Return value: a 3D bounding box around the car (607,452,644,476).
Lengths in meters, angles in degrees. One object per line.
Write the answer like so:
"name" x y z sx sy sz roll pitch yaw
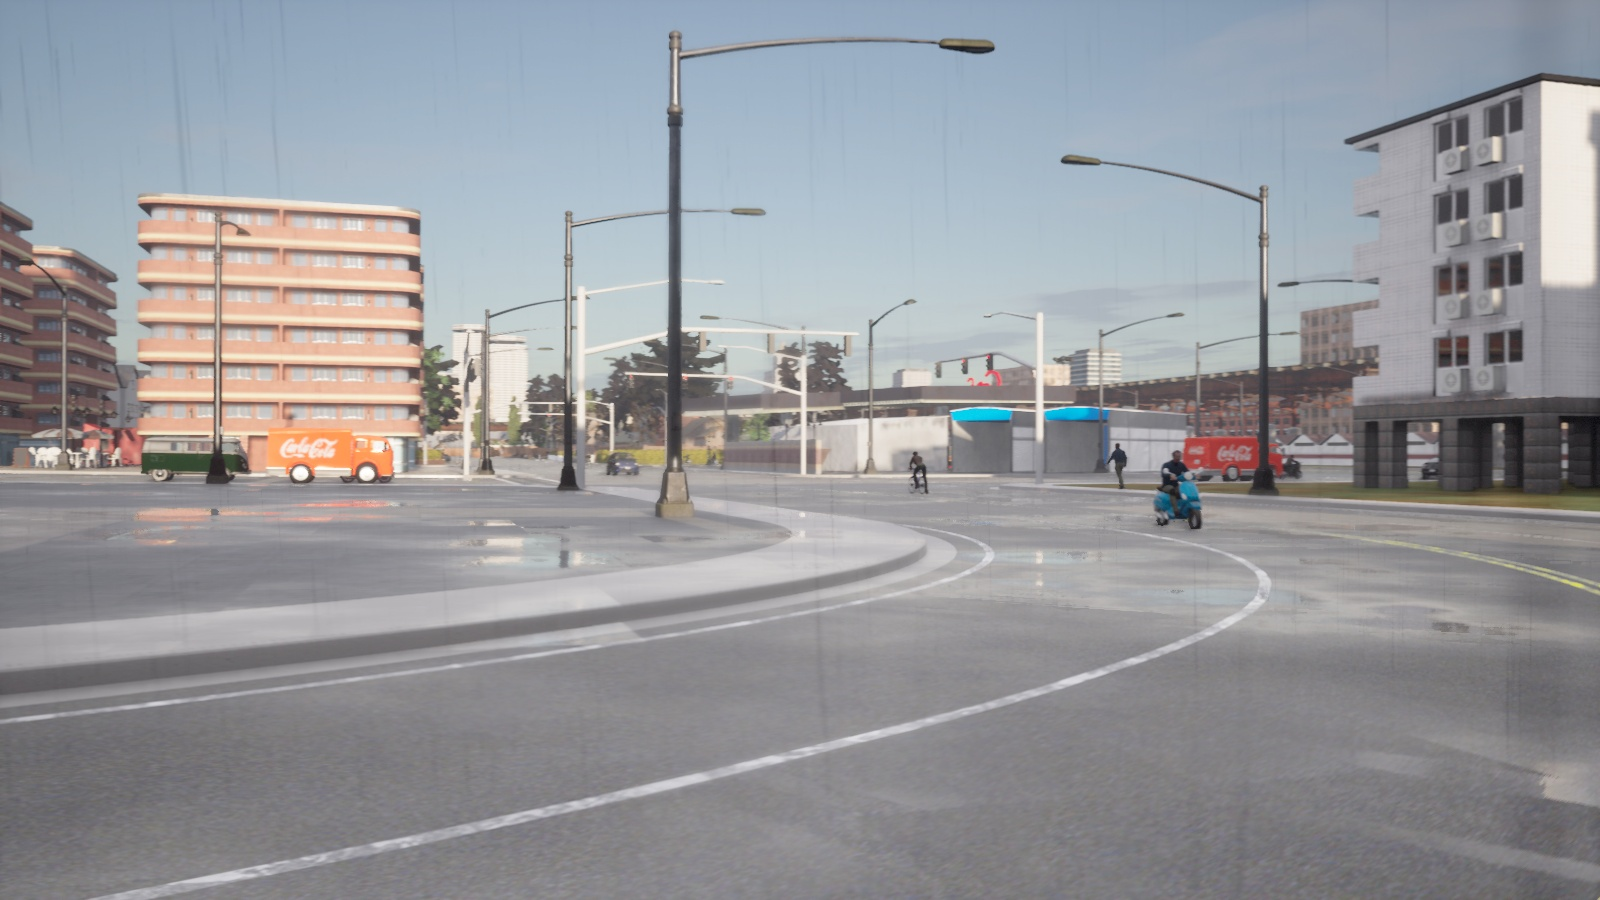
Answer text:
"car" -12.096 0.970 86.839 1.851 1.617 3.988 0 0 -18

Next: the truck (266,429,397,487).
"truck" -20.386 0.366 54.914 5.204 2.467 2.627 1 0 -17

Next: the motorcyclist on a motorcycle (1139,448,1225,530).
"motorcyclist on a motorcycle" 7.693 0.763 25.365 0.866 1.590 1.817 -1 0 -12

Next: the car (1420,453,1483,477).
"car" 40.396 0.921 77.805 4.674 1.442 1.812 0 0 -40

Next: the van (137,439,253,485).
"van" -27.154 0.546 56.519 4.442 1.987 1.775 1 0 -17

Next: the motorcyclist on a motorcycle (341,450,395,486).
"motorcyclist on a motorcycle" -20.152 0.828 58.579 2.350 1.649 0.766 1 0 -18

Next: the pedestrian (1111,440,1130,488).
"pedestrian" 12.336 0.529 48.342 0.370 1.835 0.726 0 0 -15

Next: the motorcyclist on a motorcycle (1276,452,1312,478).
"motorcyclist on a motorcycle" 29.176 0.897 74.149 2.044 1.523 0.797 0 -1 -28

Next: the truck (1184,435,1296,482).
"truck" 23.731 0.422 67.819 5.204 2.467 2.627 0 0 -20
